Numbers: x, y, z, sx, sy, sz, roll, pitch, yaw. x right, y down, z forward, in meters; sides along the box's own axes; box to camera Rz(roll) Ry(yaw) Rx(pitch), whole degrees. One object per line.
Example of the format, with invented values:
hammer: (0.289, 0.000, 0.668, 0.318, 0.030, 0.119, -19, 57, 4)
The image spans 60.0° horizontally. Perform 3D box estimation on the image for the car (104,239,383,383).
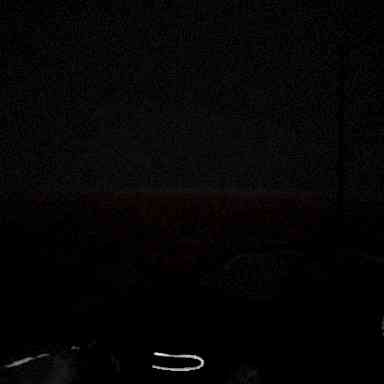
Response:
car: (1.251, 1.513, 4.879, 5.008, 1.535, 1.882, 1, 0, -35)
